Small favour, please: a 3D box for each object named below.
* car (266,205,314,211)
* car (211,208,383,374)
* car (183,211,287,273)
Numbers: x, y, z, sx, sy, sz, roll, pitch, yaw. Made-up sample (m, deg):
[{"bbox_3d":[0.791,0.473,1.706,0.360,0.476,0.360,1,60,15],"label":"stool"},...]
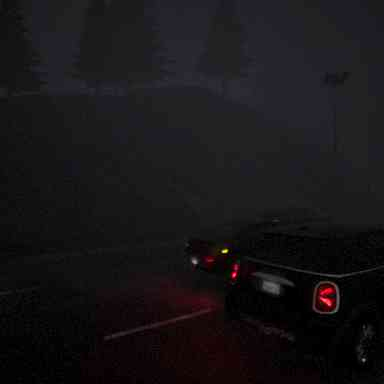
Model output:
[{"bbox_3d":[5.158,1.414,16.390,4.892,1.490,1.837,0,0,-38],"label":"car"},{"bbox_3d":[2.804,1.314,5.812,4.553,1.767,2.097,0,0,-36],"label":"car"},{"bbox_3d":[1.919,1.479,9.494,4.674,1.442,1.812,-1,0,-36],"label":"car"}]
